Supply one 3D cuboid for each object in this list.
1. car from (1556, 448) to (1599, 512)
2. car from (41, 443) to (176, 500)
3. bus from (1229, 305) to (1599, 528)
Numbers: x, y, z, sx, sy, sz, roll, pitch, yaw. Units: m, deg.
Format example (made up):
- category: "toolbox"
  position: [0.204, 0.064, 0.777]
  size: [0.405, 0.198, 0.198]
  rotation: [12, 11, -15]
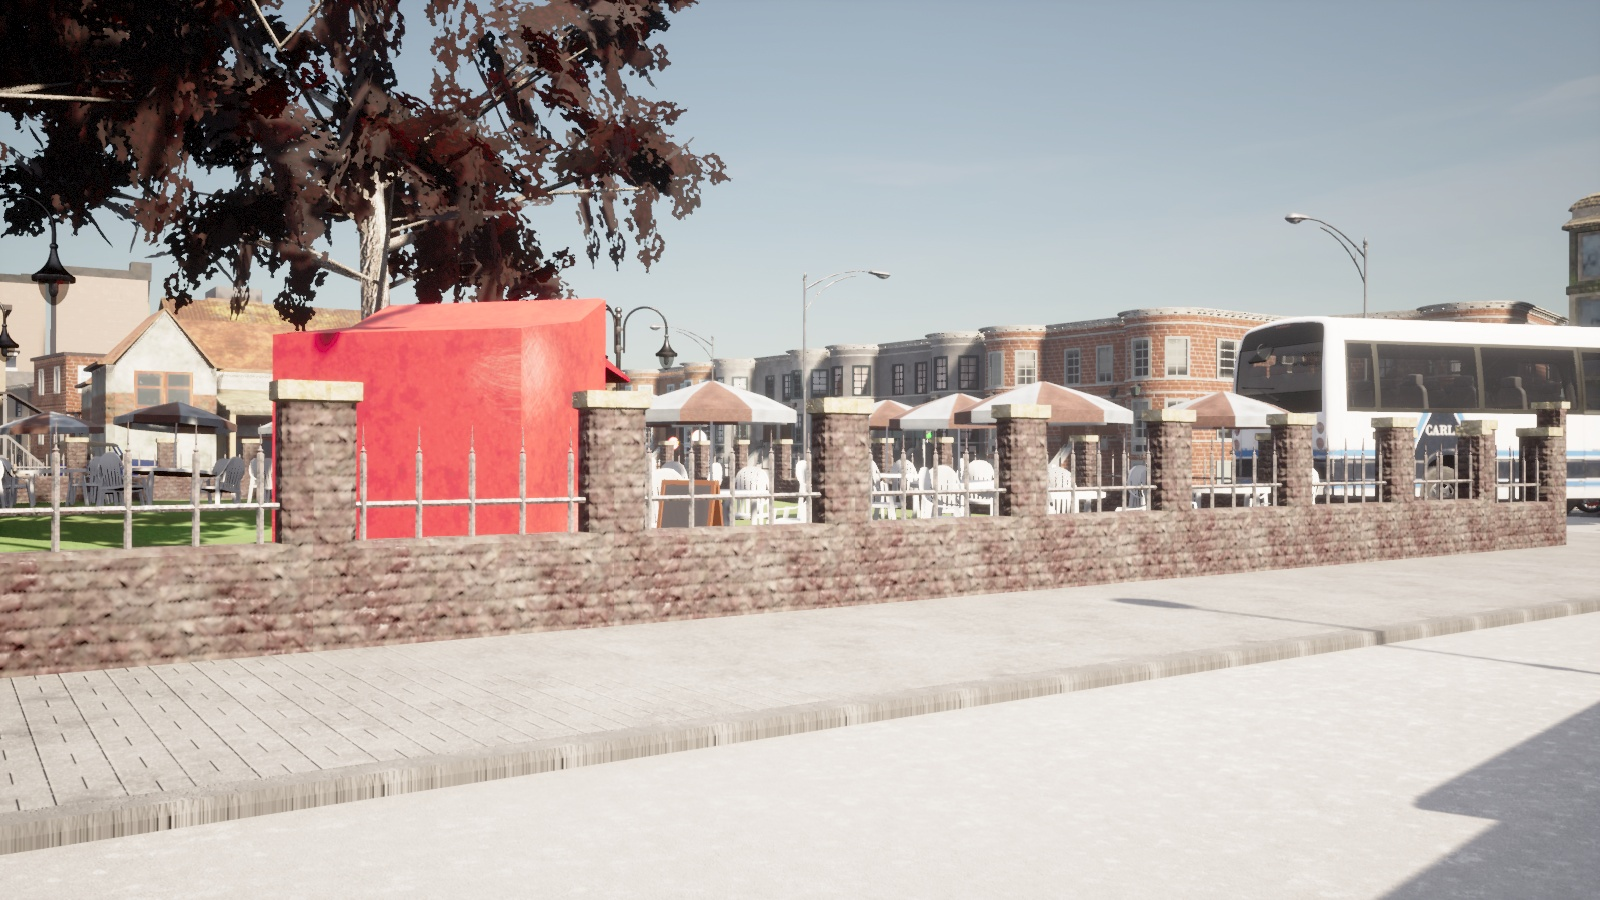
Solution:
- category: "car"
  position: [20.161, 0.731, 28.794]
  size: [1.812, 1.442, 4.674]
  rotation: [-2, 1, -23]
- category: "car"
  position: [-23.642, 0.696, 42.943]
  size: [3.866, 1.878, 1.905]
  rotation: [0, 0, -35]
- category: "bus"
  position: [14.958, -0.632, 27.245]
  size: [10.273, 4.253, 3.944]
  rotation: [0, 0, -16]
